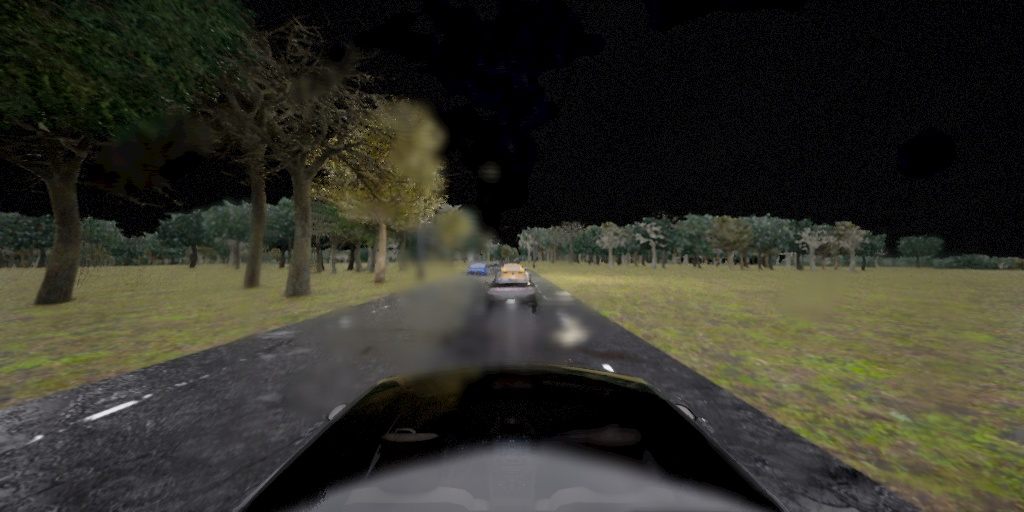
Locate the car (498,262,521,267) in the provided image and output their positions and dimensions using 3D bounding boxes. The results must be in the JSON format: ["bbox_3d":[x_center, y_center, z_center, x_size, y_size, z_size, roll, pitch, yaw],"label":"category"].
[{"bbox_3d":[0.074,1.434,30.370,1.882,1.535,5.008,0,0,1],"label":"car"}]

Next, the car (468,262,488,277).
[{"bbox_3d":[-3.633,1.473,39.081,1.882,1.535,5.008,0,0,1],"label":"car"}]

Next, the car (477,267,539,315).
[{"bbox_3d":[0.046,1.346,14.172,2.128,1.511,4.902,0,-1,1],"label":"car"}]
